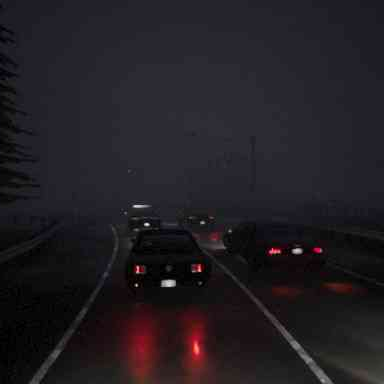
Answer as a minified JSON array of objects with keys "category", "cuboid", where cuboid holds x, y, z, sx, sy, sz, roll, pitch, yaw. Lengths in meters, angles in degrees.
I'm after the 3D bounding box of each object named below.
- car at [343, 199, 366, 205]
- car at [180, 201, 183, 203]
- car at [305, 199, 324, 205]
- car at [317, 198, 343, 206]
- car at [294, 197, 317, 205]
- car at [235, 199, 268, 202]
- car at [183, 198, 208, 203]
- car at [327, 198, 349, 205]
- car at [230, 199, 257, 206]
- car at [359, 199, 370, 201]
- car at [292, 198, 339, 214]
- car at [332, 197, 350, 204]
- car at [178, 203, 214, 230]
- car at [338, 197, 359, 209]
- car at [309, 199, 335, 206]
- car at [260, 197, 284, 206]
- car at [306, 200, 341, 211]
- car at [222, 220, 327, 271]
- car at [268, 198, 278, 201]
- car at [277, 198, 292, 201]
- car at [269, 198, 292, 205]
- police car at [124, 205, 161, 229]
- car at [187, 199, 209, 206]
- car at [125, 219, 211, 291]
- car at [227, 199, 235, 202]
[{"category":"car","cuboid":[37.115,2.221,75.968,5.357,1.411,2.033,0,-1,-30]},{"category":"car","cuboid":[0.731,1.929,61.436,4.553,1.767,2.097,0,-1,-21]},{"category":"car","cuboid":[29.426,2.275,79.661,4.181,1.385,1.994,0,-1,-26]},{"category":"car","cuboid":[27.986,2.088,67.517,5.008,1.535,1.882,0,-1,-20]},{"category":"car","cuboid":[25.226,2.028,73.965,4.553,1.767,2.097,0,-1,-20]},{"category":"car","cuboid":[10.933,2.072,61.382,4.892,1.490,1.837,0,-1,-20]},{"category":"car","cuboid":[1.244,2.107,57.898,4.181,1.385,1.994,0,-1,-20]},{"category":"car","cuboid":[34.401,2.231,78.397,4.902,1.511,2.128,0,-1,-30]},{"category":"car","cuboid":[11.228,2.212,72.571,5.357,1.411,2.033,0,-1,-20]},{"category":"car","cuboid":[37.350,2.183,72.006,5.357,1.411,2.033,0,-1,-30]},{"category":"car","cuboid":[14.933,1.872,40.310,4.892,1.490,1.837,0,0,-20]},{"category":"car","cuboid":[38.091,2.091,85.102,4.553,1.767,2.097,0,-1,-34]},{"category":"car","cuboid":[0.208,1.739,22.657,1.812,1.442,4.674,0,-1,-11]},{"category":"car","cuboid":[20.101,1.765,45.902,4.553,1.767,2.097,0,-1,-20]},{"category":"car","cuboid":[27.823,2.184,71.209,5.357,1.411,2.033,0,-1,-22]},{"category":"car","cuboid":[17.131,2.007,70.986,4.553,1.767,2.097,0,-1,-20]},{"category":"car","cuboid":[19.561,1.954,49.426,4.892,1.490,1.837,0,0,-20]},{"category":"car","cuboid":[2.475,1.653,11.377,2.033,1.411,5.357,0,-1,-8]},{"category":"car","cuboid":[18.676,2.161,67.821,5.357,1.411,2.033,0,-1,-20]},{"category":"car","cuboid":[19.498,2.114,64.419,4.674,1.442,1.812,0,-1,-19]},{"category":"car","cuboid":[20.111,2.194,75.785,4.892,1.490,1.837,0,-1,-20]},{"category":"police car","cuboid":[-3.174,1.625,20.948,1.930,1.638,5.238,0,-1,-15]},{"category":"car","cuboid":[1.216,2.208,68.950,4.181,1.385,1.994,0,-1,-20]},{"category":"car","cuboid":[-0.775,1.691,9.333,1.895,1.301,4.718,0,-1,-7]},{"category":"car","cuboid":[9.805,2.125,64.667,4.674,1.442,1.812,0,-1,-20]}]
